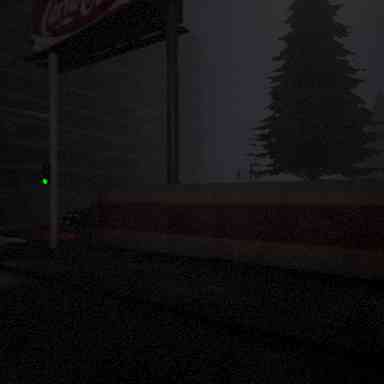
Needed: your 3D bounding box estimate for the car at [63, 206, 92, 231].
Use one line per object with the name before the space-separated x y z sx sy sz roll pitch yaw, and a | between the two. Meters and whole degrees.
car | -6.158 1.641 22.171 2.128 1.511 4.902 -1 0 35
